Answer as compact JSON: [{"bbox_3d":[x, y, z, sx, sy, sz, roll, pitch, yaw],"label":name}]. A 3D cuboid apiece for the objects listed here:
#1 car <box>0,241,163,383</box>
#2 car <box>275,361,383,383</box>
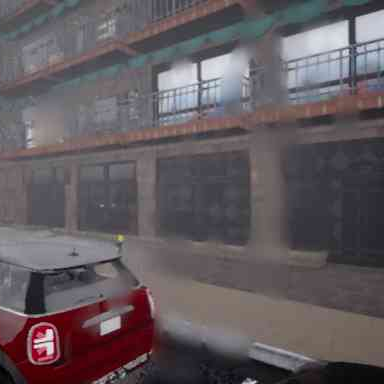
[{"bbox_3d":[-2.437,1.418,4.628,4.097,1.590,1.967,0,-1,36],"label":"car"},{"bbox_3d":[2.177,1.572,1.333,4.313,1.339,1.947,0,-1,36],"label":"car"}]
